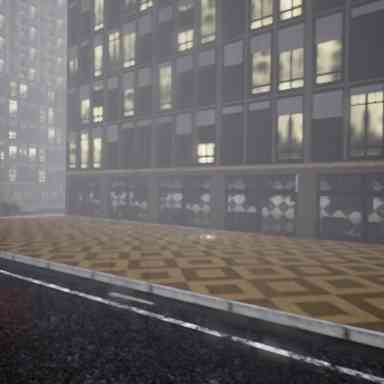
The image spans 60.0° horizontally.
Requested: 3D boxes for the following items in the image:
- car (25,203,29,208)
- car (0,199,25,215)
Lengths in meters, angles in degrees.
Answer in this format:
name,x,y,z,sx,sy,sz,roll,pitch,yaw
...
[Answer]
name,x,y,z,sx,sy,sz,roll,pitch,yaw
car,-23.929,1.618,43.408,1.752,1.417,4.829,1,0,36
car,-20.436,1.499,34.031,2.192,1.841,5.009,1,0,36
